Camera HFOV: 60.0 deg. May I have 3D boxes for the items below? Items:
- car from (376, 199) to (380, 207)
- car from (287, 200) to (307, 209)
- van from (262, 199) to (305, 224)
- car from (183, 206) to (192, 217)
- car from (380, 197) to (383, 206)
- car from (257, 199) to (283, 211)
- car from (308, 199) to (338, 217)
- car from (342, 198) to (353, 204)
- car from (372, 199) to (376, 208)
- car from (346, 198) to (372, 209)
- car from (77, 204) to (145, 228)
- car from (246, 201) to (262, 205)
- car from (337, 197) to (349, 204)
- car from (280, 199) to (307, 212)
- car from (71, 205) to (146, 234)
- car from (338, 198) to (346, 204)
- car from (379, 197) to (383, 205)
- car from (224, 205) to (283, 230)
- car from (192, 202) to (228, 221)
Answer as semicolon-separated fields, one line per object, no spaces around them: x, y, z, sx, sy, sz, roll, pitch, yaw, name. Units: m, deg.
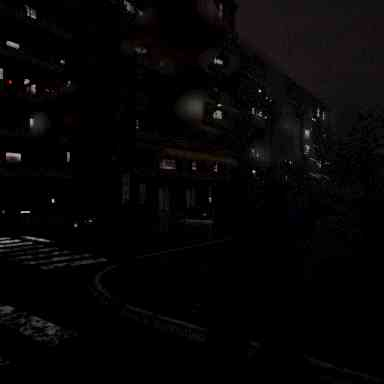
33.936;2.103;63.226;1.967;1.590;4.097;1;0;36;car
17.344;1.974;54.846;1.802;1.307;4.206;1;0;36;car
7.665;1.647;27.599;1.690;1.788;3.998;1;0;36;van
0.924;1.712;32.579;1.887;1.381;4.507;1;0;36;car
37.219;2.251;67.679;1.887;1.381;4.507;1;0;36;car
10.777;1.743;45.939;1.967;1.590;4.097;1;0;36;car
14.232;1.837;36.506;1.967;1.590;4.097;1;0;36;car
40.232;2.220;85.882;1.752;1.417;4.829;1;0;36;car
30.650;2.202;58.772;1.802;1.307;4.206;1;0;36;car
27.370;1.891;54.320;2.192;1.841;5.009;1;0;36;car
-5.645;1.626;23.672;2.008;1.369;4.403;1;0;36;car
7.491;1.840;41.486;1.802;1.307;4.206;1;0;36;car
37.050;2.093;81.566;1.967;1.590;4.097;1;0;36;car
14.045;1.840;45.897;1.882;1.535;5.008;1;0;37;car
-4.937;1.591;20.226;2.128;1.511;4.902;1;0;36;car
33.764;2.176;77.112;1.947;1.339;4.313;1;0;36;car
47.075;2.150;81.040;2.192;1.841;5.009;1;0;36;car
4.378;1.826;23.145;1.947;1.339;4.313;1;0;36;car
2.265;1.763;30.028;1.994;1.385;4.181;1;0;36;car
